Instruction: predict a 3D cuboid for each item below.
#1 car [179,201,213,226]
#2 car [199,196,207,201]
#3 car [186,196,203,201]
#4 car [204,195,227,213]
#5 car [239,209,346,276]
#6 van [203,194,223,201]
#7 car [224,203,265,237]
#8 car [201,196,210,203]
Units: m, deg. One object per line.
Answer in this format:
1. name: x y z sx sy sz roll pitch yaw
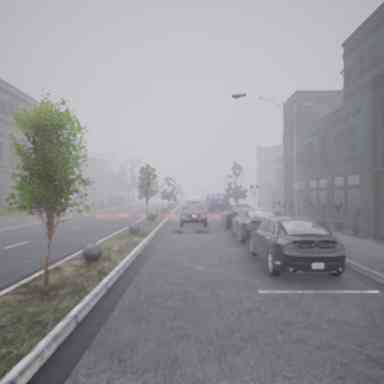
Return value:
1. car: 0.098 1.569 23.300 2.033 1.411 5.357 0 0 0
2. car: 3.033 1.755 93.161 2.231 1.521 4.892 0 0 0
3. car: 0.115 1.531 41.323 1.837 1.490 4.892 0 0 0
4. car: 3.014 1.550 43.473 2.002 1.452 4.674 0 0 0
5. car: 3.001 1.496 10.339 2.231 1.521 4.892 0 0 0
6. van: 3.016 1.296 49.116 1.878 1.987 4.442 0 0 0
7. car: 3.003 1.501 15.987 2.231 1.521 4.892 0 0 0
8. car: 3.027 1.691 76.726 2.002 1.452 4.674 0 0 0
